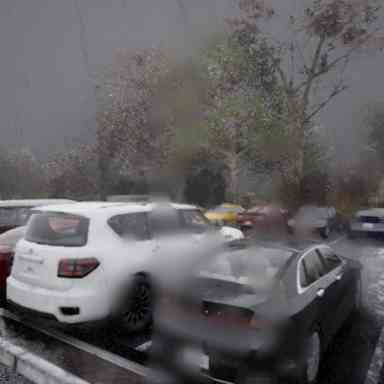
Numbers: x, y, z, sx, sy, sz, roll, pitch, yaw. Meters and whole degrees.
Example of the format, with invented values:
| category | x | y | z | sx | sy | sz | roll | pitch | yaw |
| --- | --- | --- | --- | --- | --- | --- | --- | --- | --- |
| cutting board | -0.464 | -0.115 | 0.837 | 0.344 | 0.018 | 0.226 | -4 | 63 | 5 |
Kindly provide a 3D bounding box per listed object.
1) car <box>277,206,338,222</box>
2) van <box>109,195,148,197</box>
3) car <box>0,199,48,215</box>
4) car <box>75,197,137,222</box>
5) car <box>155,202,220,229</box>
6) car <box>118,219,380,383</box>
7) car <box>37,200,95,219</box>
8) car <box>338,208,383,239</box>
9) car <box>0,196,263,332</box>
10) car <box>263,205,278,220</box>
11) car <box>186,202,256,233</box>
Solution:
| category | x | y | z | sx | sy | sz | roll | pitch | yaw |
| --- | --- | --- | --- | --- | --- | --- | --- | --- | --- |
| car | 6.616 | 1.499 | 17.772 | 2.163 | 1.488 | 4.792 | 0 | 0 | 35 |
| van | -4.646 | 1.254 | 25.969 | 1.878 | 1.987 | 4.442 | 0 | 0 | 35 |
| car | -18.312 | 1.552 | 35.575 | 2.097 | 1.535 | 5.008 | -1 | 0 | 36 |
| car | -6.996 | 1.359 | 27.463 | 2.185 | 1.767 | 4.553 | 0 | 0 | 35 |
| car | -0.177 | 1.516 | 22.639 | 2.002 | 1.452 | 4.674 | 0 | 0 | 35 |
| car | 1.445 | 1.468 | 5.429 | 2.231 | 1.521 | 4.892 | 0 | 0 | 36 |
| car | -11.508 | 1.542 | 30.725 | 2.002 | 1.452 | 4.674 | 0 | 0 | 36 |
| car | 8.919 | 1.497 | 16.205 | 2.163 | 1.488 | 4.792 | 0 | 0 | 35 |
| car | -0.823 | 1.218 | 7.084 | 2.435 | 2.045 | 5.566 | 0 | 0 | 35 |
| car | 4.361 | 1.472 | 19.406 | 2.097 | 1.535 | 5.008 | 0 | 0 | 35 |
| car | 1.986 | 1.471 | 20.875 | 1.946 | 1.575 | 5.366 | 0 | 0 | 35 |
